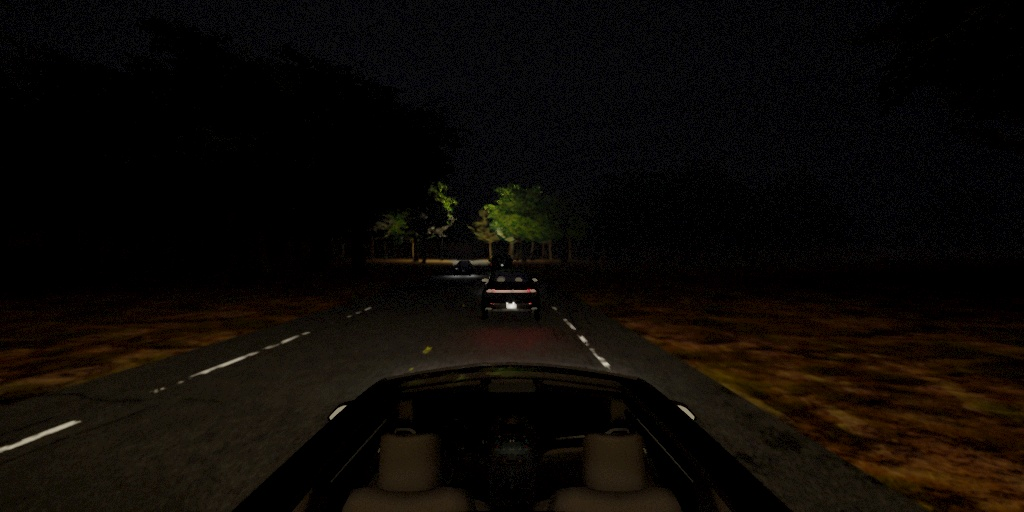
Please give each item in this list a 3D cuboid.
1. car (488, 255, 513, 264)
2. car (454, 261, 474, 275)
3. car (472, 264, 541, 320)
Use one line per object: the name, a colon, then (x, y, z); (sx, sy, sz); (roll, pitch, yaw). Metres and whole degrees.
car: (-1.037, 0.902, 34.225); (2.150, 2.045, 5.566); (0, 0, -4)
car: (-4.983, 1.213, 37.662); (1.812, 1.442, 4.674); (0, 0, -4)
car: (-0.069, 1.222, 12.657); (2.128, 1.511, 4.902); (0, 0, -1)
